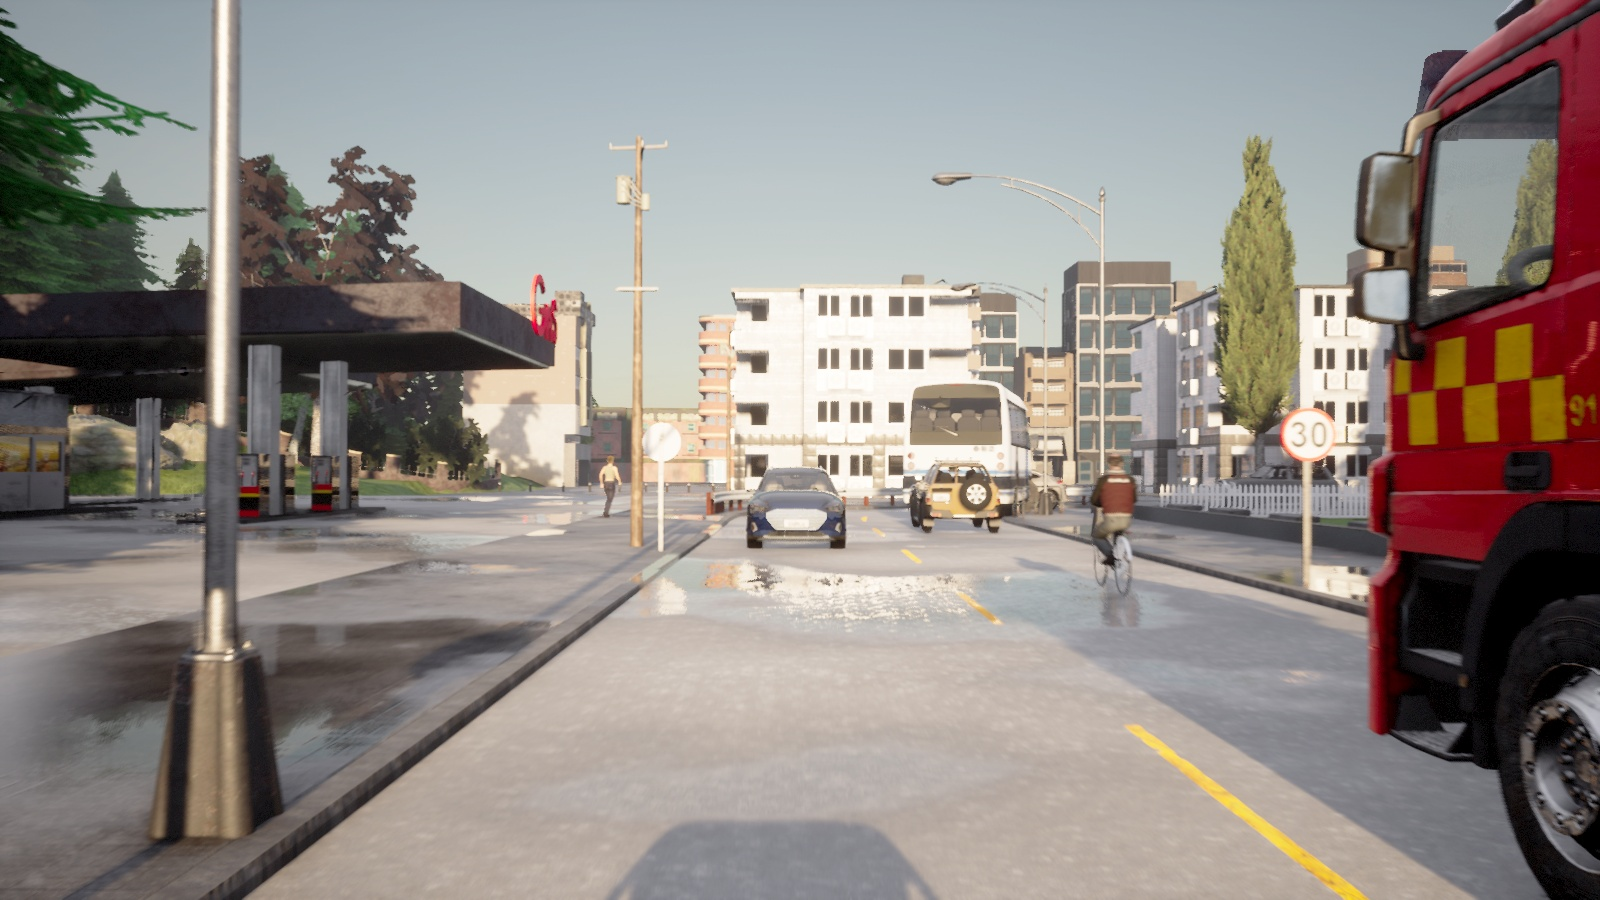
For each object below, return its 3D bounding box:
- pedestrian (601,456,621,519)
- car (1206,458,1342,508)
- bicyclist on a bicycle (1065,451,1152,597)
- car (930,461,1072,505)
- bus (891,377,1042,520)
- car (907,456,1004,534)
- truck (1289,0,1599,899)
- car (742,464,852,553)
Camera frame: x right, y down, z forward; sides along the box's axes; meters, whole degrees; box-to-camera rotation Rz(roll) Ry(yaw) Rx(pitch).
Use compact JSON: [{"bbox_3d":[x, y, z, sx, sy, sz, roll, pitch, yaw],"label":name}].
[{"bbox_3d":[-5.571,1.090,37.051,0.345,1.836,0.594,-1,-1,21],"label":"pedestrian"},{"bbox_3d":[18.535,1.284,49.258,4.605,1.855,1.932,0,-1,0],"label":"car"},{"bbox_3d":[3.960,0.905,16.233,0.659,1.776,1.843,0,0,0],"label":"bicyclist on a bicycle"},{"bbox_3d":[7.751,1.279,48.655,5.027,1.651,2.152,0,-2,-9],"label":"car"},{"bbox_3d":[5.942,0.052,42.791,3.944,4.253,10.273,0,-1,14],"label":"bus"},{"bbox_3d":[3.920,1.091,32.283,1.932,1.855,4.605,0,0,0],"label":"car"},{"bbox_3d":[3.990,-0.336,2.217,2.891,3.827,8.468,0,-1,0],"label":"truck"},{"bbox_3d":[-0.067,1.124,25.895,2.033,1.649,4.856,0,-1,0],"label":"car"}]
